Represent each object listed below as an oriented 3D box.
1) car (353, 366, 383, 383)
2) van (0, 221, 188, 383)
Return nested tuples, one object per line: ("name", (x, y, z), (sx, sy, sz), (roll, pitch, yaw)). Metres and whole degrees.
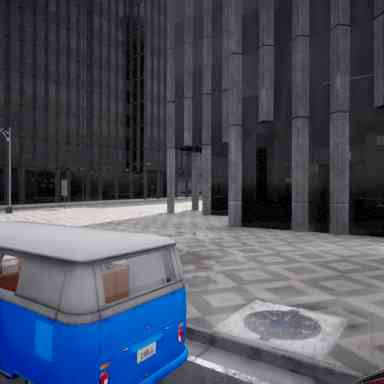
("car", (2.548, 1.440, 1.149), (4.097, 1.590, 1.967), (0, 0, 35))
("van", (-1.953, 1.341, 4.353), (3.998, 1.788, 1.690), (0, 0, 35))
